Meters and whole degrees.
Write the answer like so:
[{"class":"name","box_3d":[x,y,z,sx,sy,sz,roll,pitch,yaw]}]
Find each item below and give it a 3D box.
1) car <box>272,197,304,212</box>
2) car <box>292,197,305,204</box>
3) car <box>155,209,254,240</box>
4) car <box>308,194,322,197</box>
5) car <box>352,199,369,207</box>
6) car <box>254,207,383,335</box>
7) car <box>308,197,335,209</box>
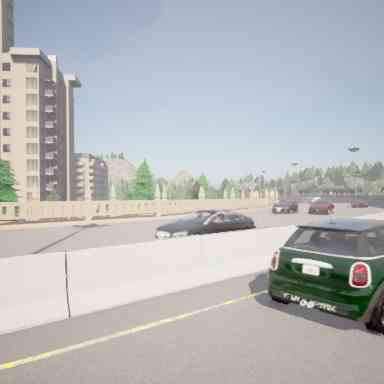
[{"class":"car","box_3d":[10.093,1.586,35.679,2.128,1.511,4.902,0,0,33]},{"class":"car","box_3d":[23.709,1.802,74.252,1.882,1.535,5.008,0,0,6]},{"class":"car","box_3d":[0.679,1.502,13.960,4.902,1.511,2.128,0,0,-43]},{"class":"car","box_3d":[27.154,1.527,73.391,2.150,2.045,5.566,0,0,6]},{"class":"car","box_3d":[24.597,1.718,48.745,1.994,1.385,4.181,0,0,21]},{"class":"car","box_3d":[3.646,1.355,7.045,4.553,1.767,2.097,0,0,-40]},{"class":"car","box_3d":[13.550,1.566,34.576,1.882,1.535,5.008,0,0,32]}]
